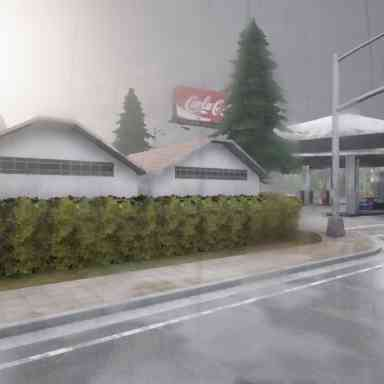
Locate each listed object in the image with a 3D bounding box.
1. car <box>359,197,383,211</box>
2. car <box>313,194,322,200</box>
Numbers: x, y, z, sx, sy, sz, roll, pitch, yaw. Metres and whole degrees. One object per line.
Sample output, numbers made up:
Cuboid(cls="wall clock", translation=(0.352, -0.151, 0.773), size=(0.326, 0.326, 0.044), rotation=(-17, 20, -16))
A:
Cuboid(cls="car", translation=(21.881, 1.480, 40.020), size=(4.611, 1.667, 2.242), rotation=(0, 0, -36))
Cuboid(cls="car", translation=(32.997, 1.330, 89.503), size=(2.152, 1.636, 5.027), rotation=(0, 0, -36))
